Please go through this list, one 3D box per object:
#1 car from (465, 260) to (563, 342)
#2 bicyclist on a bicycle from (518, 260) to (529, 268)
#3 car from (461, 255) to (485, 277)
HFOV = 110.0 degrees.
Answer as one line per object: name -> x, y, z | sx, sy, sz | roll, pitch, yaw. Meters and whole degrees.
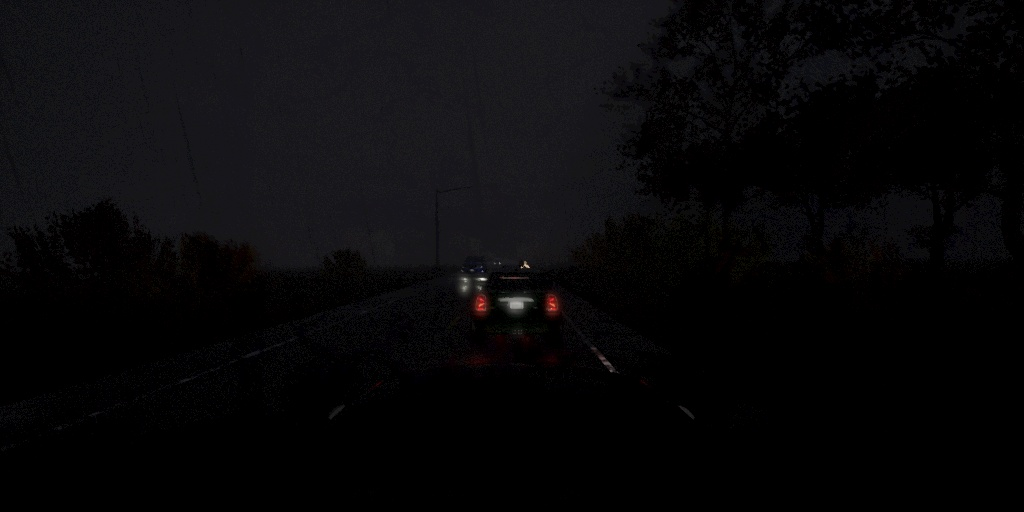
car -> 0.106, 1.099, 9.944 | 2.097, 1.767, 4.553 | 0, 0, 0
bicyclist on a bicycle -> 0.954, 1.177, 25.767 | 0.866, 1.612, 1.509 | 0, 0, 1
car -> -3.646, 0.959, 35.603 | 2.150, 2.045, 5.566 | 0, 0, 0
